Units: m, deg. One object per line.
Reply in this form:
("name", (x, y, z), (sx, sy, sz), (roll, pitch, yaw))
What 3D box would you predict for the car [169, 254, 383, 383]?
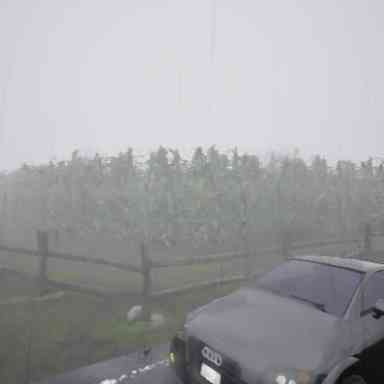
("car", (1.801, 1.586, 4.358), (4.181, 1.385, 1.994), (0, 0, -36))
